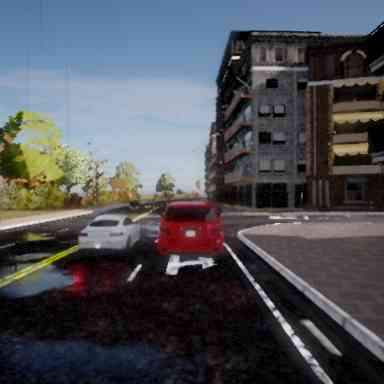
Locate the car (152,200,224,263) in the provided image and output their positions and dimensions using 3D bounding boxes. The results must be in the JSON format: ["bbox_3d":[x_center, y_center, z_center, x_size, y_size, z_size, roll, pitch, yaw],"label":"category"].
[{"bbox_3d":[-0.052,1.358,12.679,2.150,2.045,5.566,0,0,0],"label":"car"}]

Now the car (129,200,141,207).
[{"bbox_3d":[-11.620,2.296,68.026,1.994,1.385,4.181,0,-1,-2],"label":"car"}]

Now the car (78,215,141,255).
[{"bbox_3d":[-3.311,1.672,13.957,1.812,1.442,4.674,0,0,0],"label":"car"}]

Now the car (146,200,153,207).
[{"bbox_3d":[-8.371,2.284,68.107,2.033,1.411,5.357,0,-1,-2],"label":"car"}]
